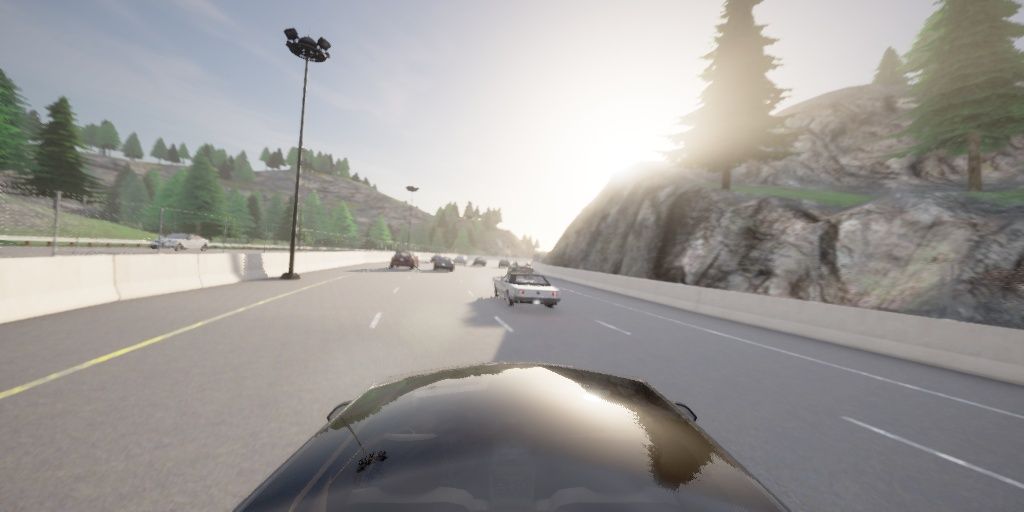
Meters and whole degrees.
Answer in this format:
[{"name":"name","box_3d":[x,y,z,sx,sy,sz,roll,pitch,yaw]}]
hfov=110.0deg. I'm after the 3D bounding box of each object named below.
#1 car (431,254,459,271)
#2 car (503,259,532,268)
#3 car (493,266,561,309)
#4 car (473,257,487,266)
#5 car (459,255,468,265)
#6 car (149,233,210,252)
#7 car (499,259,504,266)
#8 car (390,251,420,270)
[{"name":"car","box_3d":[-6.810,0.760,36.543,1.994,1.385,4.181,4,0,-6]},{"name":"car","box_3d":[0.763,1.271,32.711,2.128,1.511,4.902,4,0,-8]},{"name":"car","box_3d":[0.436,1.370,15.416,1.895,1.301,4.718,4,0,-13]},{"name":"car","box_3d":[-5.096,0.856,58.244,2.033,1.411,5.357,4,0,1]},{"name":"car","box_3d":[-8.166,0.600,57.951,1.812,1.442,4.674,4,0,0]},{"name":"car","box_3d":[-27.185,-1.180,29.597,1.812,1.442,4.674,4,0,-8]},{"name":"car","box_3d":[-1.153,1.174,59.280,1.994,1.385,4.181,4,0,0]},{"name":"car","box_3d":[-9.974,0.307,33.719,2.097,1.767,4.553,4,0,-7]}]
